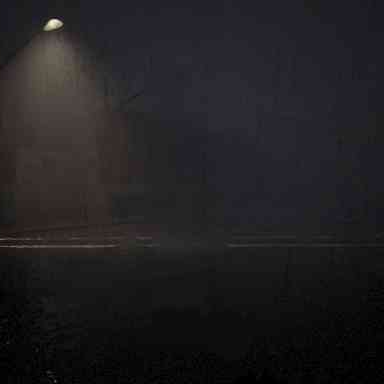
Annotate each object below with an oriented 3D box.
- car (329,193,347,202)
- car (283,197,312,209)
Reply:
[{"bbox_3d":[24.178,0.901,55.071,1.994,1.385,4.181,-1,0,39],"label":"car"},{"bbox_3d":[13.211,1.343,41.414,2.033,1.411,5.357,-1,1,39],"label":"car"}]
